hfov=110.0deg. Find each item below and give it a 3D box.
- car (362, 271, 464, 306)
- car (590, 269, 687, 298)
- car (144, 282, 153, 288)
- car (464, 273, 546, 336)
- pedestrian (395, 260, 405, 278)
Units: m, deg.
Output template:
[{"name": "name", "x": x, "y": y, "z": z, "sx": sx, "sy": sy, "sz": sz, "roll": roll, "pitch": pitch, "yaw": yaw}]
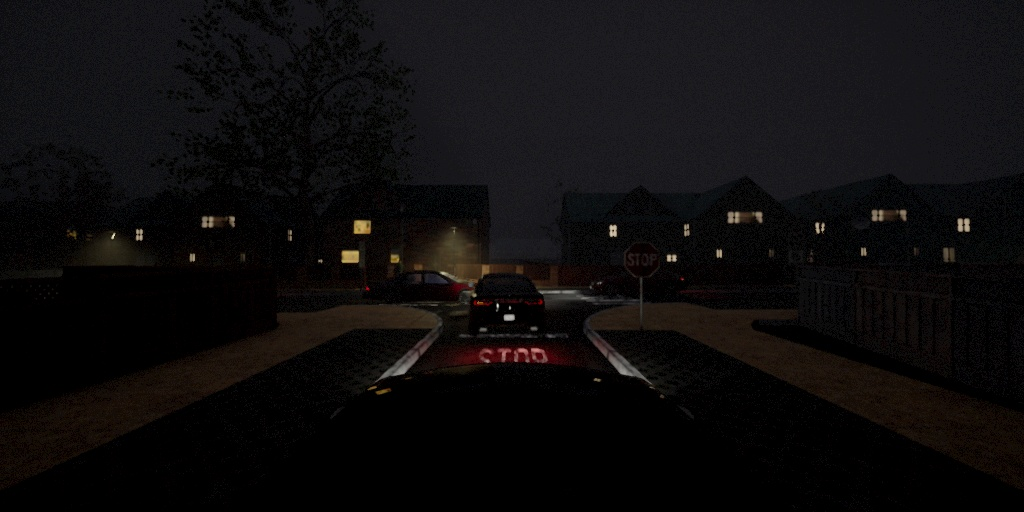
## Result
[{"name": "car", "x": -3.475, "y": 1.337, "z": 15.352, "sx": 5.357, "sy": 1.411, "sz": 2.033, "roll": 0, "pitch": -1, "yaw": 1}, {"name": "car", "x": 6.316, "y": 1.296, "z": 18.146, "sx": 4.674, "sy": 1.442, "sz": 1.812, "roll": 0, "pitch": -1, "yaw": 1}, {"name": "car", "x": -17.232, "y": 1.528, "z": 18.522, "sx": 4.674, "sy": 1.442, "sz": 1.812, "roll": -1, "pitch": -1, "yaw": 1}, {"name": "car", "x": -0.260, "y": 1.222, "z": 10.532, "sx": 1.882, "sy": 1.535, "sz": 5.008, "roll": 0, "pitch": 0, "yaw": -5}, {"name": "pedestrian", "x": -6.662, "y": 1.105, "z": 21.275, "sx": 0.375, "sy": 1.860, "sz": 0.375, "roll": 0, "pitch": -1, "yaw": 1}]
